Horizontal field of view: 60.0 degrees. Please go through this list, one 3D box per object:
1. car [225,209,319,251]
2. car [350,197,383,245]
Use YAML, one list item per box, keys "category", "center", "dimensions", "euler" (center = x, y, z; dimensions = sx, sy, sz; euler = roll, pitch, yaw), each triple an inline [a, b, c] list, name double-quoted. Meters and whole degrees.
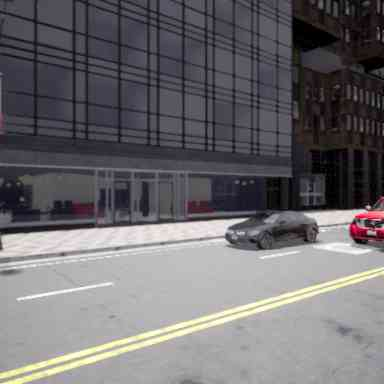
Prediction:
- category: "car"
  center: [3.542, 1.494, 14.186]
  dimensions: [4.674, 1.442, 1.812]
  euler: [0, 0, -35]
- category: "car"
  center: [8.988, 1.175, 14.074]
  dimensions: [5.566, 2.045, 2.150]
  euler: [0, 0, -35]
